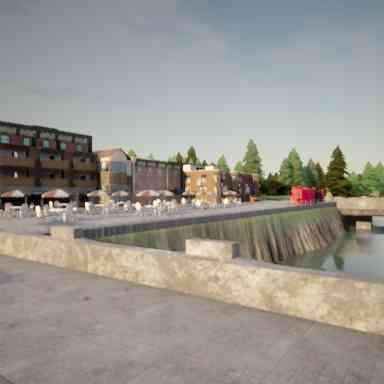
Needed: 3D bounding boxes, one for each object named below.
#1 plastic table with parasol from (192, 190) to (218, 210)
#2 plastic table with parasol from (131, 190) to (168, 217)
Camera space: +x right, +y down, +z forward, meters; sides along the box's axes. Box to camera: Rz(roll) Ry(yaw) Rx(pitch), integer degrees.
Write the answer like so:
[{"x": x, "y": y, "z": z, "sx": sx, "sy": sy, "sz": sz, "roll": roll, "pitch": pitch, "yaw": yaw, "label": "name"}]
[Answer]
[{"x": 1.785, "y": 1.044, "z": 44.733, "sx": 2.482, "sy": 2.480, "sz": 2.482, "roll": 0, "pitch": 0, "yaw": 36, "label": "plastic table with parasol"}, {"x": -4.022, "y": 1.030, "z": 31.687, "sx": 2.482, "sy": 2.480, "sz": 2.482, "roll": 0, "pitch": 0, "yaw": 36, "label": "plastic table with parasol"}]
